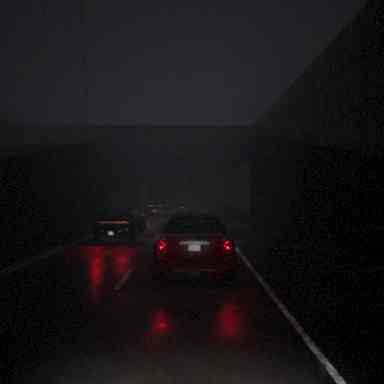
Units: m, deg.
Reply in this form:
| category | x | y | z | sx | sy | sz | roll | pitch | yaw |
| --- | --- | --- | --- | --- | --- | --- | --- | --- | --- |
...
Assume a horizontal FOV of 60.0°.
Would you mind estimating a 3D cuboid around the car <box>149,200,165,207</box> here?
| category | x | y | z | sx | sy | sz | roll | pitch | yaw |
| --- | --- | --- | --- | --- | --- | --- | --- | --- | --- |
| car | -3.401 | 1.504 | 32.831 | 2.128 | 1.511 | 4.902 | 0 | 0 | 0 |

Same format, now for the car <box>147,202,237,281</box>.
| category | x | y | z | sx | sy | sz | roll | pitch | yaw |
| --- | --- | --- | --- | --- | --- | --- | --- | --- | --- |
| car | 0.072 | 1.355 | 10.012 | 2.097 | 1.767 | 4.553 | 0 | 0 | 0 |

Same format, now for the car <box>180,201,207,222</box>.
| category | x | y | z | sx | sy | sz | roll | pitch | yaw |
| --- | --- | --- | --- | --- | --- | --- | --- | --- | --- |
| car | 0.090 | 1.559 | 27.761 | 2.033 | 1.411 | 5.357 | 0 | 0 | 0 |

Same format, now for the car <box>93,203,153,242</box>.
| category | x | y | z | sx | sy | sz | roll | pitch | yaw |
| --- | --- | --- | --- | --- | --- | --- | --- | --- | --- |
| car | -3.406 | 1.499 | 16.390 | 2.128 | 1.511 | 4.902 | 0 | 0 | 0 |
